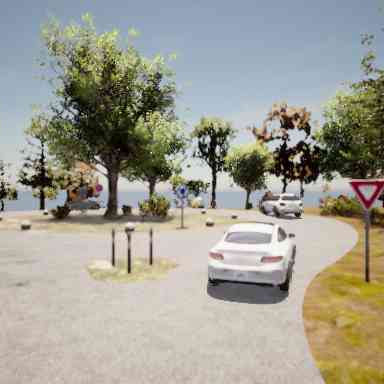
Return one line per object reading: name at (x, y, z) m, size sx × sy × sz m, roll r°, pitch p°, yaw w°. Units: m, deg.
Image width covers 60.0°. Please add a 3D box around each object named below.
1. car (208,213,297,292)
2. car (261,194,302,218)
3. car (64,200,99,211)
car at (1.748, 1.525, 8.997) m, size 1.812 × 1.442 × 4.674 m, roll 0°, pitch 0°, yaw 19°
car at (8.141, 1.221, 30.653) m, size 2.150 × 2.045 × 5.566 m, roll 1°, pitch 0°, yaw -7°
car at (-13.360, 1.554, 40.153) m, size 4.181 × 1.385 × 1.994 m, roll 0°, pitch 0°, yaw -30°
